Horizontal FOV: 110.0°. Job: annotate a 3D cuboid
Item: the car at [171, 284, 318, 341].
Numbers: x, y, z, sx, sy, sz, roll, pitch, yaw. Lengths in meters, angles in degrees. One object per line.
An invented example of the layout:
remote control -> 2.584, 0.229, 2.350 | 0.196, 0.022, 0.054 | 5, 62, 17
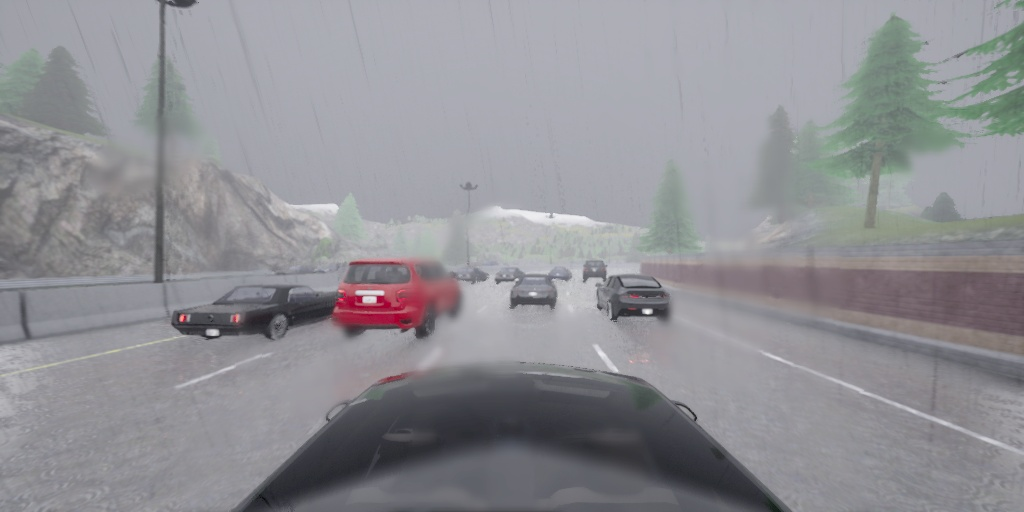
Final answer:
car -> -6.521, 1.448, 10.216 | 1.895, 1.301, 4.718 | 0, -1, 4

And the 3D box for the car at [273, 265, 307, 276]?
car -> -23.372, 1.744, 39.602 | 2.033, 1.411, 5.357 | 0, -1, 14

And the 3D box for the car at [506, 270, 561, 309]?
car -> 1.060, 1.507, 16.272 | 1.994, 1.385, 4.181 | 0, -1, 6

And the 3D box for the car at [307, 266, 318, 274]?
car -> -19.711, 1.557, 39.641 | 2.097, 1.767, 4.553 | 0, -1, 15

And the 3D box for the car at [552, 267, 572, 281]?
car -> 4.942, 1.780, 36.380 | 1.994, 1.385, 4.181 | 0, -1, 15

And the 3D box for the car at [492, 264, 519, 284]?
car -> -0.057, 1.681, 30.966 | 2.033, 1.411, 5.357 | 0, -1, 13

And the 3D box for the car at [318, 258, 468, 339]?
car -> -2.987, 1.085, 10.655 | 2.150, 2.045, 5.566 | 0, 0, 4

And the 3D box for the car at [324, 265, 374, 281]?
car -> -16.718, 1.671, 37.156 | 2.128, 1.511, 4.902 | 0, -1, 14

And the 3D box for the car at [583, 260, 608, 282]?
car -> 8.097, 1.423, 34.799 | 2.150, 2.045, 5.566 | 0, -1, 15

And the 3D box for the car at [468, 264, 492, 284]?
car -> -3.568, 1.677, 31.261 | 2.033, 1.411, 5.357 | 0, -1, 12

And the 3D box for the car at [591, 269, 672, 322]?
car -> 4.236, 1.414, 13.052 | 1.837, 1.490, 4.892 | 0, -1, 5
